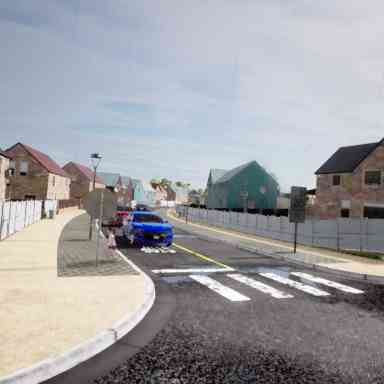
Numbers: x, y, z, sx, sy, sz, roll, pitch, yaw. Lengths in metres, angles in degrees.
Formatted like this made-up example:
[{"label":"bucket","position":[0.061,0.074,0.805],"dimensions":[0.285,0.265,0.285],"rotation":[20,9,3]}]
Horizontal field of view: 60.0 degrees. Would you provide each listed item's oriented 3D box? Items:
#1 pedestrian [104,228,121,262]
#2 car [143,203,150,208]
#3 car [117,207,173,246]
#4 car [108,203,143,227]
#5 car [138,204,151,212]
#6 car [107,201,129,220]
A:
[{"label":"pedestrian","position":[-2.388,1.546,9.986],"dimensions":[0.500,1.100,0.500],"rotation":[4,-2,-22]},{"label":"car","position":[-7.119,2.390,47.127],"dimensions":[2.097,1.767,4.553],"rotation":[4,-2,-8]},{"label":"car","position":[-2.395,1.773,17.013],"dimensions":[1.882,1.535,5.008],"rotation":[4,-2,-20]},{"label":"car","position":[-5.562,1.822,26.758],"dimensions":[2.097,1.767,4.553],"rotation":[4,-2,-16]},{"label":"car","position":[-8.593,2.878,60.332],"dimensions":[1.994,1.385,4.181],"rotation":[4,-2,-4]},{"label":"car","position":[-8.174,2.010,36.950],"dimensions":[2.097,1.767,4.553],"rotation":[4,-2,-12]}]
